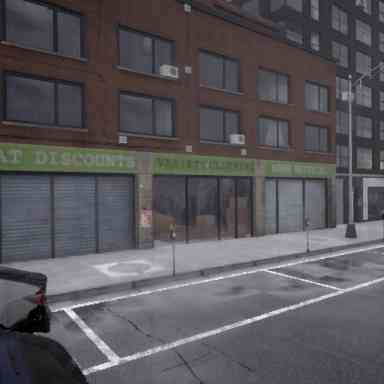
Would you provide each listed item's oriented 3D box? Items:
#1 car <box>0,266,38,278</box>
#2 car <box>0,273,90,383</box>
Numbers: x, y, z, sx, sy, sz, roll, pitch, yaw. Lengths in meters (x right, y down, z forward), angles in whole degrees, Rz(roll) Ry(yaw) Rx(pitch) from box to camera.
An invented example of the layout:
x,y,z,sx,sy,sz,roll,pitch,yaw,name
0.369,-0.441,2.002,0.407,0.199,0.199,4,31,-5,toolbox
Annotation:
x,y,z,sx,sy,sz,roll,pitch,yaw,name
-3.903,1.566,3.760,4.313,1.339,1.947,0,-1,-35,car
-2.563,1.564,1.555,4.181,1.385,1.994,0,0,-35,car
